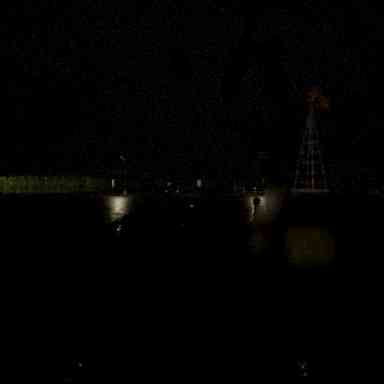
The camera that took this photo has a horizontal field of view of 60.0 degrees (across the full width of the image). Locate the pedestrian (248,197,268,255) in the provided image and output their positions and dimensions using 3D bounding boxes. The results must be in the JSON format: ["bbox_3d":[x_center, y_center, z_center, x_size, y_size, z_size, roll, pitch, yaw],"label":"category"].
[{"bbox_3d":[2.020,1.029,10.140,0.375,1.860,0.375,-1,2,0],"label":"pedestrian"}]

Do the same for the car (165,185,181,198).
[{"bbox_3d":[-2.935,-0.111,51.145,2.150,2.045,5.566,0,1,0],"label":"car"}]

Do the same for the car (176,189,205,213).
[{"bbox_3d":[-0.011,0.789,26.517,1.882,1.535,5.008,0,2,0],"label":"car"}]

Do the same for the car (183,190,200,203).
[{"bbox_3d":[-0.051,0.469,41.331,2.033,1.411,5.357,0,2,0],"label":"car"}]

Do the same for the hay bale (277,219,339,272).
[{"bbox_3d":[3.103,1.418,9.062,1.220,1.180,1.240,1,2,0],"label":"hay bale"}]
